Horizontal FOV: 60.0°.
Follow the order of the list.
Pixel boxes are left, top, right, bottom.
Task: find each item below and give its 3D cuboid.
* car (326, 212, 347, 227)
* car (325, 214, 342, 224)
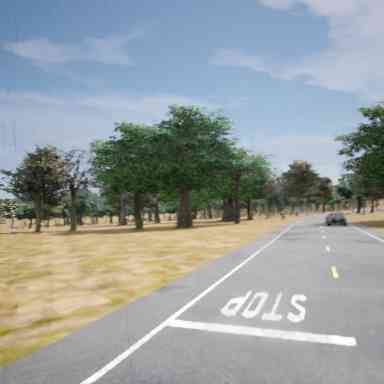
[{"bbox_3d":[17.966,3.316,41.320,2.097,1.767,4.553,-2,-4,21],"label":"car"},{"bbox_3d":[20.486,3.879,48.183,1.994,1.385,4.181,-2,-4,21],"label":"car"}]
